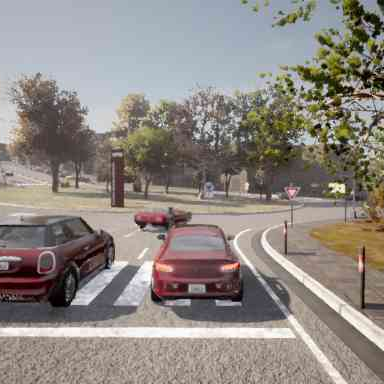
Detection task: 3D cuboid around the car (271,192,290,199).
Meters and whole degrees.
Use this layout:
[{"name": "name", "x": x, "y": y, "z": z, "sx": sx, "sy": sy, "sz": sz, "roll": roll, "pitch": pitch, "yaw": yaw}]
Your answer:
[{"name": "car", "x": 16.032, "y": 0.676, "z": 60.840, "sx": 1.895, "sy": 1.301, "sz": 4.718, "roll": -1, "pitch": 2, "yaw": -22}]

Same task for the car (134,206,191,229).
[{"name": "car", "x": -1.571, "y": 1.472, "z": 20.128, "sx": 1.895, "sy": 1.301, "sz": 4.718, "roll": 2, "pitch": 1, "yaw": 19}]

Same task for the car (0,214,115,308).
[{"name": "car", "x": -3.360, "y": 1.324, "z": 8.036, "sx": 2.097, "sy": 1.767, "sz": 4.553, "roll": 0, "pitch": 0, "yaw": 1}]

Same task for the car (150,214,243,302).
[{"name": "car", "x": 0.105, "y": 1.498, "z": 8.074, "sx": 1.812, "sy": 1.442, "sz": 4.674, "roll": 0, "pitch": 0, "yaw": 0}]

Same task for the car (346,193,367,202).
[{"name": "car", "x": 27.625, "y": 0.887, "z": 55.197, "sx": 5.357, "sy": 1.411, "sz": 2.033, "roll": 1, "pitch": 1, "yaw": -35}]
